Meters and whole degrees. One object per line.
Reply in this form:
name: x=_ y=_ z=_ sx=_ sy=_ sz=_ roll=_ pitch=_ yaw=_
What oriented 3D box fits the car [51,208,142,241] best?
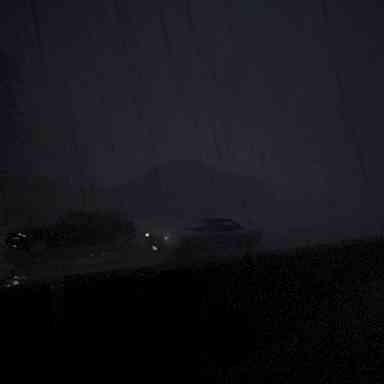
car: x=-5.010 y=1.631 z=17.608 sx=4.181 sy=1.385 sz=1.994 roll=1 pitch=0 yaw=-35

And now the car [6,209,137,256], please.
car: x=-4.712 y=1.521 z=13.524 sx=5.008 sy=1.535 sz=1.882 roll=1 pitch=0 yaw=-35

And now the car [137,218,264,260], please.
car: x=0.511 y=1.688 z=12.947 sx=4.718 sy=1.301 sz=1.895 roll=1 pitch=0 yaw=-35
